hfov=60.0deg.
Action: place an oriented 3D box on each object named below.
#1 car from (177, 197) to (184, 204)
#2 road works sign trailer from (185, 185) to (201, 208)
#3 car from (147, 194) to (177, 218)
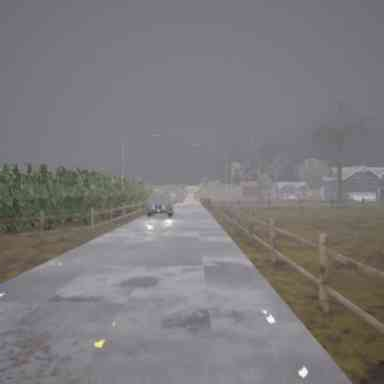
[{"bbox_3d":[-2.734,1.806,71.307,2.033,1.411,5.357,0,-1,0],"label":"car"},{"bbox_3d":[0.124,0.612,52.554,2.380,3.560,2.880,0,0,-5],"label":"road works sign trailer"},{"bbox_3d":[-2.839,1.238,30.886,2.150,2.045,5.566,0,0,0],"label":"car"}]
